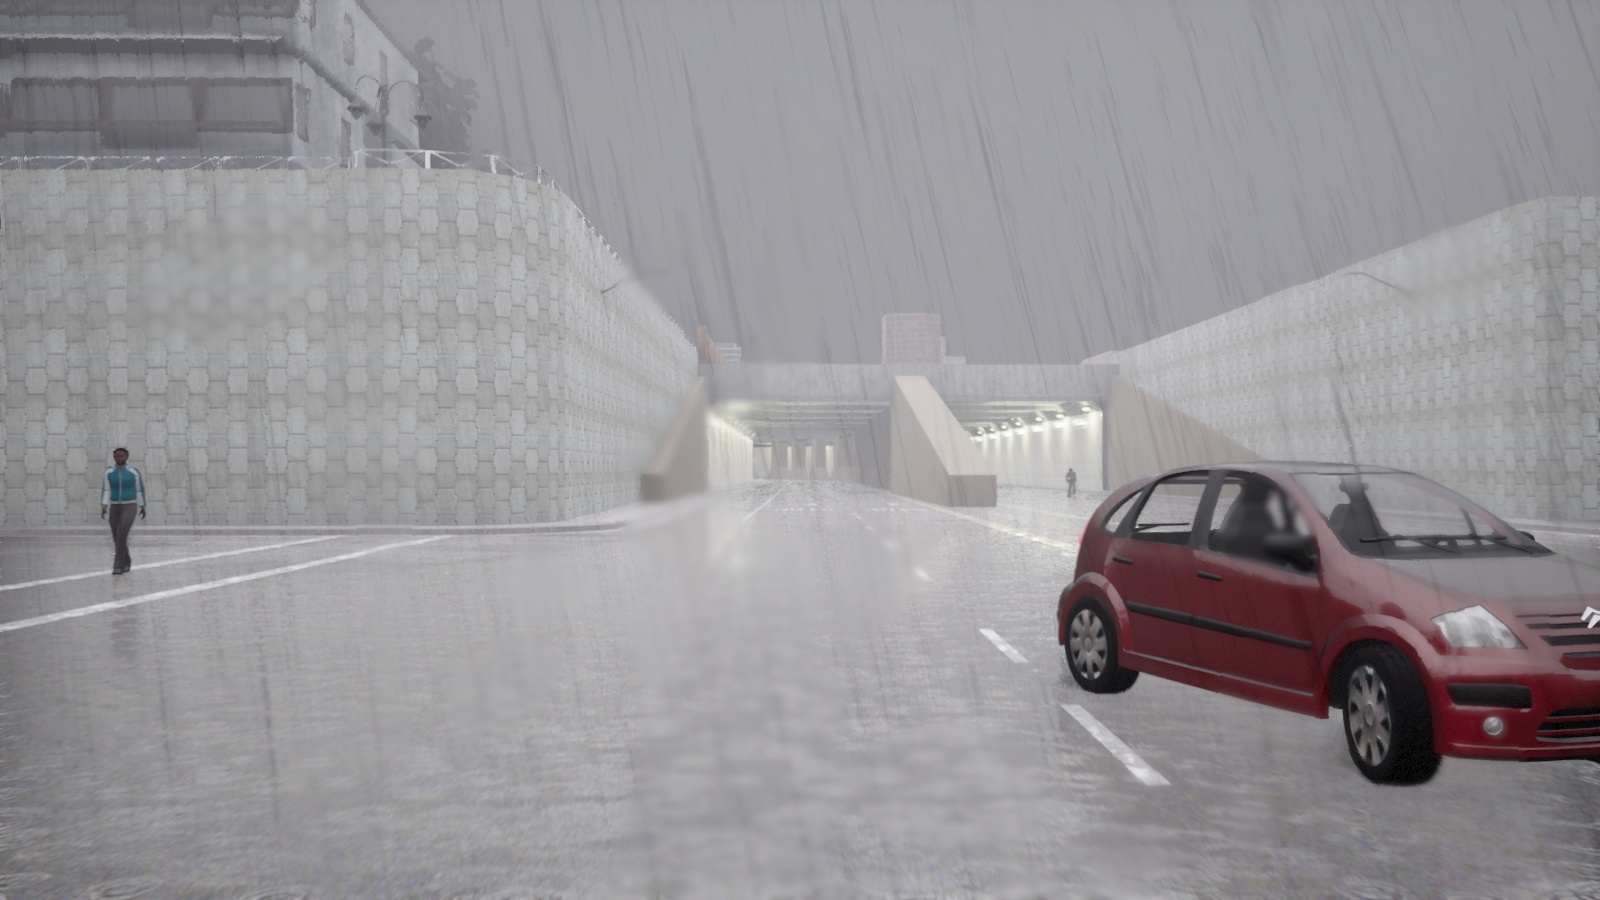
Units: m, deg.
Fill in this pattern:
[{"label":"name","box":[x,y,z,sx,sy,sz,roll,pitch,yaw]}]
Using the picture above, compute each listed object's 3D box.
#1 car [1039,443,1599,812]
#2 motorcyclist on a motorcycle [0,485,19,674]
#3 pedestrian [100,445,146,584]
[{"label":"car","box":[3.265,0.812,7.695,1.851,1.617,3.988,0,-1,-17]},{"label":"motorcyclist on a motorcycle","box":[-7.608,1.059,10.035,2.191,1.530,0.866,0,-1,0]},{"label":"pedestrian","box":[-9.642,0.906,17.894,0.396,1.930,0.692,0,-1,-12]}]
